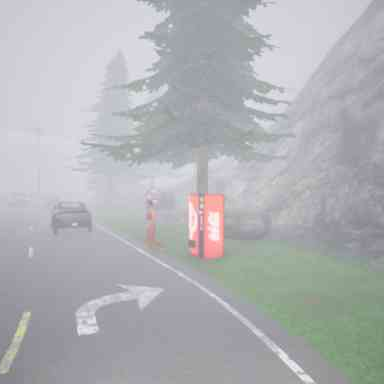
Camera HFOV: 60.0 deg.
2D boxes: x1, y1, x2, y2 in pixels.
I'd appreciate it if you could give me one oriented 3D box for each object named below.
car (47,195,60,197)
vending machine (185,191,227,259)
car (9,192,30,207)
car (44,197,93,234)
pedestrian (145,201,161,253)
[{"bbox_3d":[-15.726,1.035,37.793,2.033,1.411,5.357,0,1,-23],"label":"car"},{"bbox_3d":[0.468,1.035,11.043,1.100,2.100,0.880,0,1,-26],"label":"vending machine"},{"bbox_3d":[-20.542,0.821,39.749,2.097,1.767,4.553,0,1,-24],"label":"car"},{"bbox_3d":[-6.508,1.250,17.672,2.128,1.511,4.902,0,1,-25],"label":"car"},{"bbox_3d":[-1.396,1.134,11.296,0.375,1.860,0.375,0,1,-26],"label":"pedestrian"}]
